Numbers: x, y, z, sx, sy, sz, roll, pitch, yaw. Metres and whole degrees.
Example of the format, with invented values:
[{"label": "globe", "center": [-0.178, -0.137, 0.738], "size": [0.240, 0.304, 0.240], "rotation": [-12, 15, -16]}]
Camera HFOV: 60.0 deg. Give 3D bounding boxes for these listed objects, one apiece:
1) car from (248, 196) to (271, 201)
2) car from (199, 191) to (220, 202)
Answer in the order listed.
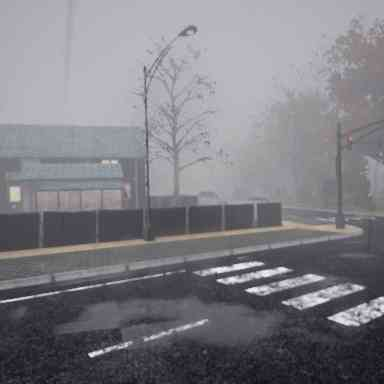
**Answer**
[{"label": "car", "center": [7.423, 1.262, 36.267], "size": [1.882, 1.535, 5.008], "rotation": [-2, 1, -15]}, {"label": "car", "center": [2.696, 0.849, 53.887], "size": [2.150, 2.045, 5.566], "rotation": [-2, 1, -15]}]
